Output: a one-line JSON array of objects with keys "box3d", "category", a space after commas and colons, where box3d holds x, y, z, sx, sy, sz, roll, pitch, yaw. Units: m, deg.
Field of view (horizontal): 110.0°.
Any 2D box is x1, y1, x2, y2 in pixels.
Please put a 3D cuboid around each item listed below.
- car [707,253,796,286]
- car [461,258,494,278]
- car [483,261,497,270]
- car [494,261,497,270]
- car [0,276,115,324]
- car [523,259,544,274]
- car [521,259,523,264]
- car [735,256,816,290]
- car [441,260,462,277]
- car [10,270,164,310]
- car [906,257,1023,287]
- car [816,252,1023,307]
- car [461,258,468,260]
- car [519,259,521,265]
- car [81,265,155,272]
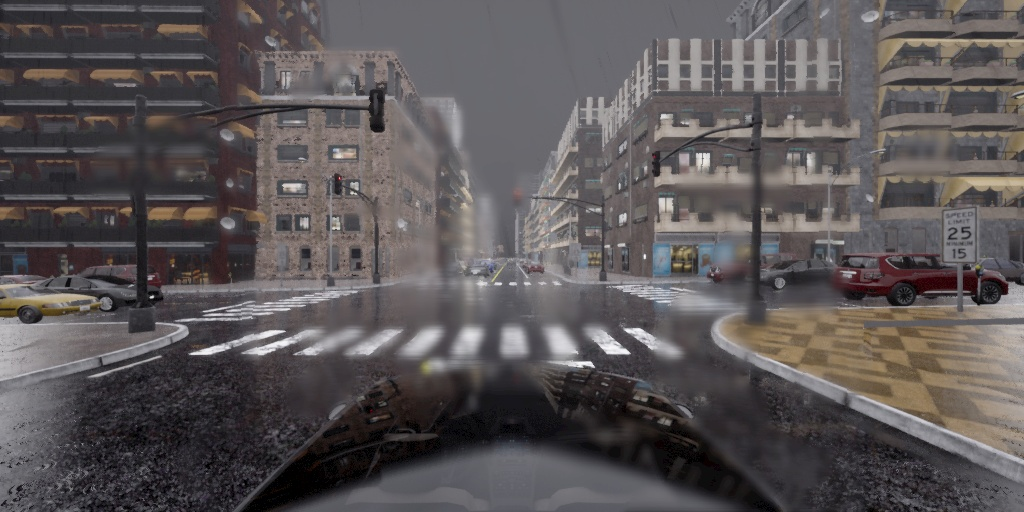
[{"box3d": [14.531, 0.759, 21.520, 5.009, 1.841, 2.192, 0, 0, -1], "category": "car"}, {"box3d": [-3.172, 1.247, 34.014, 2.128, 1.511, 4.902, 0, 0, 0], "category": "car"}, {"box3d": [-3.207, 1.365, 53.434, 1.895, 1.301, 4.718, 0, 0, 0], "category": "car"}, {"box3d": [-3.192, 1.237, 43.437, 1.882, 1.535, 5.008, 0, 0, 0], "category": "car"}, {"box3d": [-17.654, 1.585, 12.786, 4.829, 1.417, 1.751, 0, 0, -1], "category": "car"}, {"box3d": [2.603, 1.198, 40.842, 1.967, 1.591, 4.097, 0, 0, 0], "category": "car"}, {"box3d": [2.590, 1.200, 46.524, 1.967, 1.591, 4.097, 0, 0, 0], "category": "car"}, {"box3d": [14.933, 0.947, 18.933, 4.892, 1.490, 1.837, -1, 0, -1], "category": "car"}, {"box3d": [-5.765, 1.322, 35.139, 1.948, 1.339, 4.313, 0, 0, 0], "category": "car"}, {"box3d": [-17.898, 1.560, 15.370, 4.892, 1.490, 1.837, -1, 0, -1], "category": "car"}, {"box3d": [24.723, 0.807, 19.044, 5.357, 1.411, 2.033, -1, 0, -1], "category": "car"}, {"box3d": [14.685, 0.775, 13.141, 5.009, 1.841, 2.192, 0, 0, -1], "category": "car"}, {"box3d": [-5.777, 1.284, 40.651, 1.751, 1.417, 4.829, 0, 0, 0], "category": "car"}, {"box3d": [2.565, 1.349, 57.889, 1.802, 1.307, 4.207, 0, 0, 0], "category": "car"}, {"box3d": [-23.642, 1.462, 21.069, 5.009, 1.841, 2.192, 0, 0, -1], "category": "car"}]
